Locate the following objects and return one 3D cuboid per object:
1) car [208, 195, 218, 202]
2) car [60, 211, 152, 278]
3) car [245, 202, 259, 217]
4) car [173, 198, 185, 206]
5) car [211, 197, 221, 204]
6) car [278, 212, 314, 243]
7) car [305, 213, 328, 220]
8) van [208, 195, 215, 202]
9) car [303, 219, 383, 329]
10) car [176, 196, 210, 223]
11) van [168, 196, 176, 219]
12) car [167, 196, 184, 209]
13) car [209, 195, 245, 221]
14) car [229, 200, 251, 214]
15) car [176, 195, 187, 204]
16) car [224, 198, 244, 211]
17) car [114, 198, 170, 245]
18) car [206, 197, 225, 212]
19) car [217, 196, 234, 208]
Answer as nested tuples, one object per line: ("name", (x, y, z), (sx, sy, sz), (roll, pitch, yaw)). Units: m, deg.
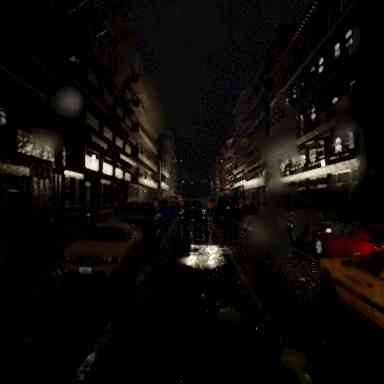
("car", (5.535, 1.749, 87.851), (2.192, 1.841, 5.009), (1, 0, 0))
("car", (-2.526, 1.547, 10.330), (1.752, 1.417, 4.829), (2, 0, 0))
("car", (5.414, 1.669, 32.538), (1.887, 1.381, 4.507), (1, 0, 0))
("car", (-2.392, 1.798, 60.274), (1.947, 1.339, 4.313), (2, 0, 0))
("car", (5.499, 1.939, 76.787), (1.802, 1.307, 4.206), (1, 0, 0))
("car", (5.369, 1.614, 15.947), (2.008, 1.369, 4.403), (2, 0, 0))
("car", (5.354, 1.592, 10.415), (1.887, 1.381, 4.507), (2, 0, 0))
("van", (5.549, 1.816, 93.382), (1.690, 1.788, 3.998), (1, 0, 0))
("car", (3.581, 1.481, 5.161), (1.801, 1.575, 5.366), (0, 0, 0))
("car", (0.063, 1.432, 26.092), (2.097, 1.767, 4.553), (0, 0, 0))
("van", (-2.475, 1.418, 27.090), (1.690, 1.788, 3.998), (2, 0, 0))
("car", (-2.414, 1.490, 49.213), (2.192, 1.841, 5.009), (2, 0, 0))
("car", (2.856, 1.323, 28.549), (2.150, 2.045, 5.566), (0, 0, 1))
("car", (5.429, 1.693, 38.068), (1.887, 1.381, 4.507), (1, 0, 0))
("car", (-2.341, 1.647, 76.865), (2.192, 1.841, 5.009), (2, 0, 0))
("car", (5.455, 1.614, 43.601), (1.967, 1.590, 4.097), (1, 0, 0))
("car", (-2.504, 1.354, 16.032), (2.192, 1.841, 5.009), (2, 0, 0))
("car", (2.874, 1.507, 41.616), (2.097, 1.767, 4.553), (0, 0, 1))
("car", (5.446, 1.542, 54.663), (2.192, 1.841, 5.009), (1, 0, 0))
